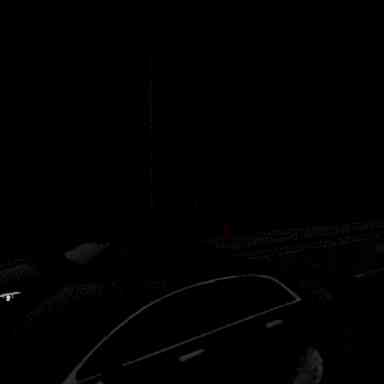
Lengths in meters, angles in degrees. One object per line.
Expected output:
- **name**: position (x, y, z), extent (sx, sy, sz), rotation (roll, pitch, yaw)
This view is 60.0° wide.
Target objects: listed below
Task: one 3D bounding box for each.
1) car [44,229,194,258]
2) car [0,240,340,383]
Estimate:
- **car**: position (-1.475, 1.508, 6.627), extent (4.674, 1.442, 1.812), rotation (0, 0, -36)
- **car**: position (-0.459, 1.495, 3.358), extent (4.892, 1.490, 1.837), rotation (0, 0, -36)
